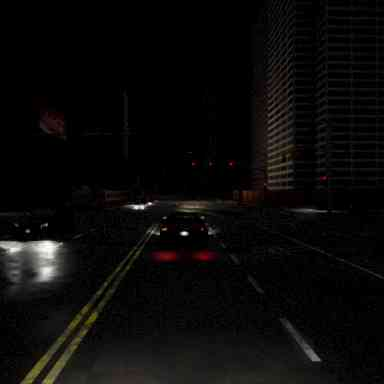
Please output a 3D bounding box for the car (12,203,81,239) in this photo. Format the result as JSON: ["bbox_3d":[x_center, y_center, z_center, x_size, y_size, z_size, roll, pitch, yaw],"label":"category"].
[{"bbox_3d":[-7.656,1.525,17.665,1.812,1.442,4.674,0,0,-2],"label":"car"}]

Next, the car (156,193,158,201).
[{"bbox_3d":[-9.980,1.212,86.576,2.150,2.045,5.566,0,0,-2],"label":"car"}]

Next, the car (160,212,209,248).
[{"bbox_3d":[-0.362,1.563,14.744,1.994,1.385,4.181,0,0,-2],"label":"car"}]

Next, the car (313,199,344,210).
[{"bbox_3d":[18.310,1.546,42.149,5.357,1.411,2.033,0,0,-2],"label":"car"}]

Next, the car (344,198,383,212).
[{"bbox_3d":[20.965,1.490,38.751,4.902,1.511,2.128,0,0,-2],"label":"car"}]

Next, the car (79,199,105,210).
[{"bbox_3d":[-13.492,1.599,41.531,4.718,1.301,1.895,0,0,-31],"label":"car"}]

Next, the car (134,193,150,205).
[{"bbox_3d":[-9.073,1.489,58.506,2.128,1.511,4.902,0,0,-2],"label":"car"}]

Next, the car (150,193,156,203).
[{"bbox_3d":[-9.453,1.523,71.543,2.128,1.511,4.902,0,0,-2],"label":"car"}]

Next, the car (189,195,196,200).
[{"bbox_3d":[0.243,1.522,94.643,2.128,1.511,4.902,0,0,-2],"label":"car"}]
